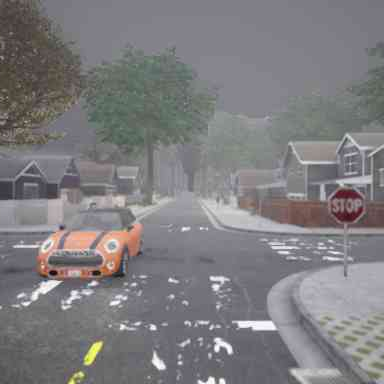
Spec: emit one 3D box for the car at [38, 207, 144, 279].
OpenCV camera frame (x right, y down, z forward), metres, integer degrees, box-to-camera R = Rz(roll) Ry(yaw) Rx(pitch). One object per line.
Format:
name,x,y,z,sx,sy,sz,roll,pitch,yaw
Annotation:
car,-2.749,1.301,10.016,2.097,1.767,4.553,0,0,0
